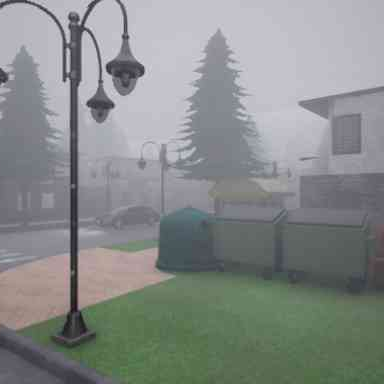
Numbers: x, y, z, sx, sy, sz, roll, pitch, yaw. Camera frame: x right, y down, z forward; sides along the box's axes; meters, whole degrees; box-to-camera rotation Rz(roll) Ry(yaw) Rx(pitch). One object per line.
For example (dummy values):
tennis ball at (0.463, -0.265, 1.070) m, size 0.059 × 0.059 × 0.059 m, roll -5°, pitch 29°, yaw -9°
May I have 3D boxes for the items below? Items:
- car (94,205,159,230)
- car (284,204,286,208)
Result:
car at (-4.424, 1.676, 23.093) m, size 1.837 × 1.490 × 4.892 m, roll 0°, pitch 0°, yaw 40°
car at (7.658, 1.521, 34.520) m, size 4.553 × 1.767 × 2.097 m, roll 0°, pitch 0°, yaw -35°
